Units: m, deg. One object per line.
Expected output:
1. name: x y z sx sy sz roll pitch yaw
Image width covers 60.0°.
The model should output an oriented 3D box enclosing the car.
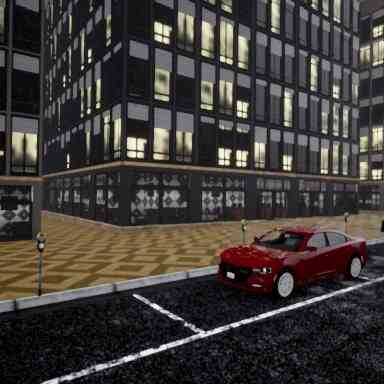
1. car: 2.665 1.547 8.454 4.507 1.381 1.887 0 1 -36
